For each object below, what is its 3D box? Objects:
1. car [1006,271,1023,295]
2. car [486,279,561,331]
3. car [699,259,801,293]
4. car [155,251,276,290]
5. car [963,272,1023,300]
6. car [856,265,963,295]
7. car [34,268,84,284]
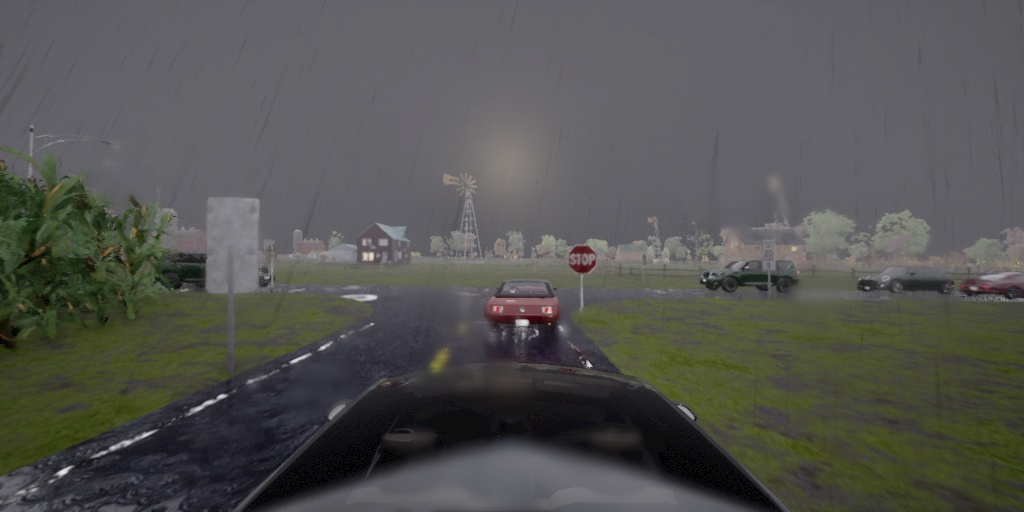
[{"bbox_3d":[34.880,1.726,22.474,4.902,1.511,2.128,1,-1,0],"label":"car"},{"bbox_3d":[0.454,1.356,11.061,1.895,1.301,4.718,0,0,5],"label":"car"},{"bbox_3d":[14.803,1.207,22.430,5.566,2.045,2.150,1,-1,0],"label":"car"},{"bbox_3d":[-15.953,0.773,19.382,5.566,2.045,2.150,1,-1,1],"label":"car"},{"bbox_3d":[27.398,1.617,19.513,4.674,1.442,1.812,1,-1,0],"label":"car"},{"bbox_3d":[24.487,1.458,22.457,4.553,1.767,2.097,1,-1,0],"label":"car"},{"bbox_3d":[-25.939,0.991,19.366,4.181,1.385,1.994,1,-1,0],"label":"car"}]
